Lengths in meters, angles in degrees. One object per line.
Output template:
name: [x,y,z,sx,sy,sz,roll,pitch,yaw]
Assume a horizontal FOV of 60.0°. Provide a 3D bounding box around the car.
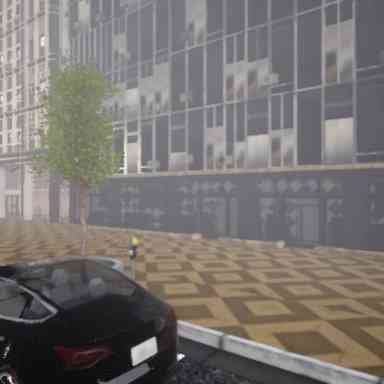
car: [-2.149,1.559,4.410,4.313,1.339,1.947,0,0,35]
